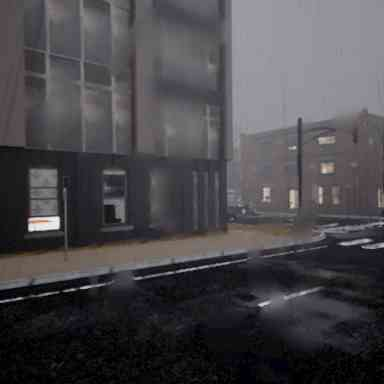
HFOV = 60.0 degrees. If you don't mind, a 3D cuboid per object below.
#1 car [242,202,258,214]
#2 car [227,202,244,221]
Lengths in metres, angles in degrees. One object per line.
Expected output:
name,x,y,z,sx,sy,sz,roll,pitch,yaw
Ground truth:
car,5.615,1.793,38.368,2.008,1.369,4.403,-2,0,-37
car,1.990,1.847,28.775,1.947,1.339,4.313,-2,0,-37
